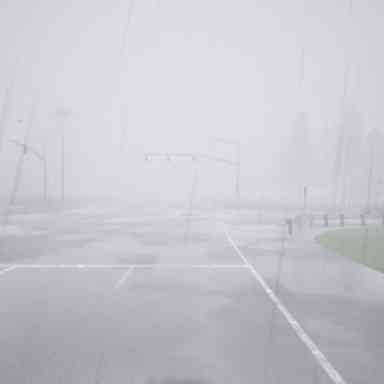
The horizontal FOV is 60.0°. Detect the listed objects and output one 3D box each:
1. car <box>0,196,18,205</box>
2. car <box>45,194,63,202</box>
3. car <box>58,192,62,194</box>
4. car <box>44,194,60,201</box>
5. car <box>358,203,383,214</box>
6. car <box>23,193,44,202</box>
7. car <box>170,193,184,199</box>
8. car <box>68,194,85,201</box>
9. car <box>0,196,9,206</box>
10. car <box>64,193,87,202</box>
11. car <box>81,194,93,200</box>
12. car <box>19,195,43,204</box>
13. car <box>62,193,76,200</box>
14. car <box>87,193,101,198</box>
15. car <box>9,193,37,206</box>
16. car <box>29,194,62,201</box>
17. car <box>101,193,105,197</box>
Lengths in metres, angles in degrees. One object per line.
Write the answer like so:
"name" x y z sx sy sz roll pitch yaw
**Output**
"car" -31.654 1.373 56.439 1.895 1.301 4.718 0 0 0
"car" -28.123 1.222 67.956 1.837 1.490 4.892 0 0 0
"car" -24.650 1.228 61.432 1.882 1.535 5.008 0 0 0
"car" -32.063 1.209 76.503 2.128 1.511 4.902 0 0 -7
"car" 17.359 1.385 29.326 4.902 1.511 2.128 0 0 8
"car" -31.623 1.084 66.425 2.097 1.767 4.553 0 0 0
"car" -3.938 0.956 95.174 2.097 1.767 4.553 0 0 -18
"car" -24.680 1.184 71.365 1.882 1.535 5.008 0 0 0
"car" -28.179 1.367 45.952 2.033 1.411 5.357 0 0 0
"car" -21.165 1.234 60.169 1.882 1.535 5.008 0 0 0
"car" -25.775 1.201 81.625 2.033 1.411 5.357 0 0 -10
"car" -28.155 1.270 58.231 1.837 1.490 4.892 0 0 0
"car" -28.741 1.032 77.982 2.097 1.767 4.553 0 0 -7
"car" -21.150 1.070 69.576 2.097 1.767 4.553 0 0 0
"car" -24.679 1.299 48.786 2.128 1.511 4.902 0 0 0
"car" -21.178 1.355 48.658 2.033 1.411 5.357 0 0 0
"car" -21.930 1.194 79.707 1.812 1.442 4.674 0 0 -7
